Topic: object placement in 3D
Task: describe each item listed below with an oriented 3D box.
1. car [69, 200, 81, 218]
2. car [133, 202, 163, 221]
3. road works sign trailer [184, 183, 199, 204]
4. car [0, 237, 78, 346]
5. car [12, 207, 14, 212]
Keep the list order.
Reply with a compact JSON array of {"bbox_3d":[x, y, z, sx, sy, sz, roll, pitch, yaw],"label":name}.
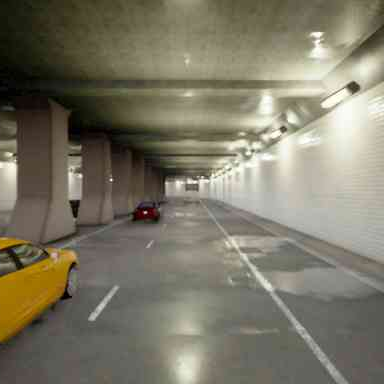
[{"bbox_3d":[-10.592,1.406,29.181,1.812,1.442,4.674,0,0,0],"label":"car"},{"bbox_3d":[-3.397,1.457,26.242,1.994,1.385,4.181,0,0,0],"label":"car"},{"bbox_3d":[0.006,0.239,55.350,2.380,3.560,2.880,0,0,0],"label":"road works sign trailer"},{"bbox_3d":[-3.399,1.455,5.300,1.882,1.535,5.008,0,0,0],"label":"car"},{"bbox_3d":[-14.091,1.370,29.718,2.128,1.511,4.902,0,0,0],"label":"car"}]
